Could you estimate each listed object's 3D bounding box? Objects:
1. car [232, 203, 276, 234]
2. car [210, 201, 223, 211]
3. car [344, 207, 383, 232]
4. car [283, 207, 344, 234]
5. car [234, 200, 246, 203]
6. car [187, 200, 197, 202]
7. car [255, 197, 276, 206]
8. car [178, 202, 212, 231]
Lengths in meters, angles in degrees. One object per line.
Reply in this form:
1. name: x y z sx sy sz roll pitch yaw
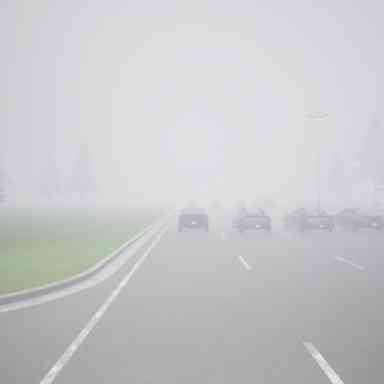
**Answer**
1. car: 3.595 1.685 20.643 2.128 1.511 4.902 0 0 0
2. car: 3.493 2.020 49.137 1.994 1.385 4.181 0 0 0
3. car: 10.597 1.727 21.595 1.812 1.442 4.674 0 0 0
4. car: 7.095 1.685 20.636 2.128 1.511 4.902 0 0 0
5. car: 6.992 1.948 49.091 2.128 1.511 4.902 0 0 0
6. car: -0.006 1.960 49.013 1.837 1.490 4.892 0 0 0
7. car: 10.491 1.666 47.889 2.150 2.045 5.566 0 0 0
8. car: 0.096 1.684 22.180 1.882 1.535 5.008 0 0 0
